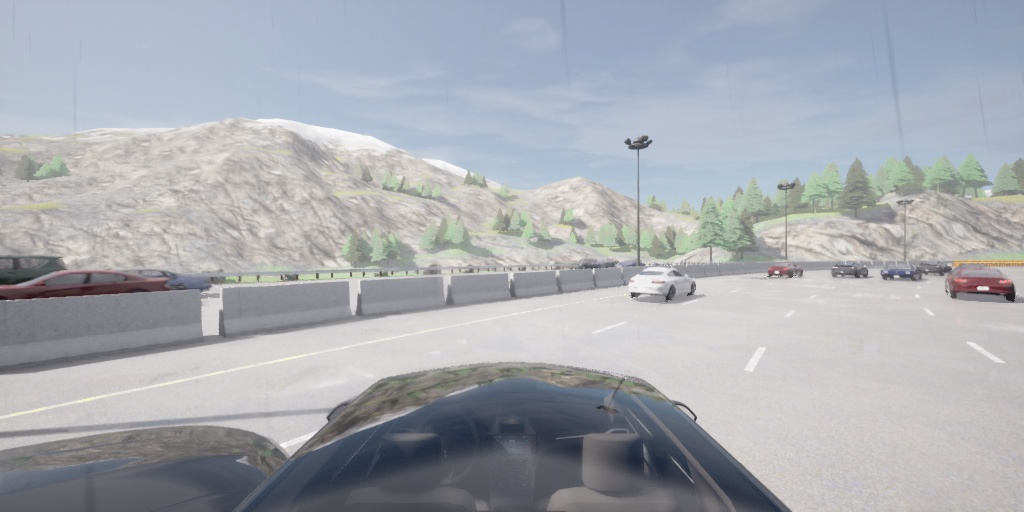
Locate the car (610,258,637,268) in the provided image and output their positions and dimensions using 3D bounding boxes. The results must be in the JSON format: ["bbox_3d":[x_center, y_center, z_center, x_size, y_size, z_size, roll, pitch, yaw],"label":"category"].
[{"bbox_3d":[14.072,1.080,42.453,4.674,1.442,1.812,0,0,-38],"label":"car"}]

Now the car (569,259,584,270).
[{"bbox_3d":[9.773,1.109,47.977,4.553,1.767,2.097,0,0,-38],"label":"car"}]

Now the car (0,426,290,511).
[{"bbox_3d":[-2.981,1.255,0.477,4.892,1.490,1.837,0,0,-45],"label":"car"}]

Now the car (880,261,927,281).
[{"bbox_3d":[32.309,1.351,29.677,4.718,1.301,1.895,0,0,-35],"label":"car"}]

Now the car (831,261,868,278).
[{"bbox_3d":[31.376,1.242,33.286,4.902,1.511,2.128,0,0,-35],"label":"car"}]

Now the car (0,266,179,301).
[{"bbox_3d":[-15.437,1.227,12.645,1.882,1.535,5.008,0,0,38],"label":"car"}]

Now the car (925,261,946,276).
[{"bbox_3d":[43.314,1.242,36.808,4.902,1.511,2.128,0,0,-31],"label":"car"}]

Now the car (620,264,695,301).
[{"bbox_3d":[7.265,1.276,17.289,1.812,1.442,4.674,0,0,44],"label":"car"}]

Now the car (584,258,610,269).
[{"bbox_3d":[11.911,0.944,45.205,5.357,1.411,2.033,0,0,-38],"label":"car"}]

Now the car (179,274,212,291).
[{"bbox_3d":[-17.127,1.297,16.237,2.033,1.411,5.357,0,0,38],"label":"car"}]

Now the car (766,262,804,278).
[{"bbox_3d":[25.338,1.276,33.208,4.674,1.442,1.812,0,0,-37],"label":"car"}]

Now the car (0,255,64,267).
[{"bbox_3d":[-22.551,0.971,14.880,2.150,2.045,5.566,0,0,37],"label":"car"}]

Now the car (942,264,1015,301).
[{"bbox_3d":[22.460,1.276,17.311,4.674,1.442,1.812,0,0,-42],"label":"car"}]

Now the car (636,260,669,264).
[{"bbox_3d":[16.205,1.352,39.677,4.718,1.301,1.895,0,0,-38],"label":"car"}]

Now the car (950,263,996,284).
[{"bbox_3d":[35.967,1.313,27.948,4.181,1.385,1.994,0,0,-35],"label":"car"}]
